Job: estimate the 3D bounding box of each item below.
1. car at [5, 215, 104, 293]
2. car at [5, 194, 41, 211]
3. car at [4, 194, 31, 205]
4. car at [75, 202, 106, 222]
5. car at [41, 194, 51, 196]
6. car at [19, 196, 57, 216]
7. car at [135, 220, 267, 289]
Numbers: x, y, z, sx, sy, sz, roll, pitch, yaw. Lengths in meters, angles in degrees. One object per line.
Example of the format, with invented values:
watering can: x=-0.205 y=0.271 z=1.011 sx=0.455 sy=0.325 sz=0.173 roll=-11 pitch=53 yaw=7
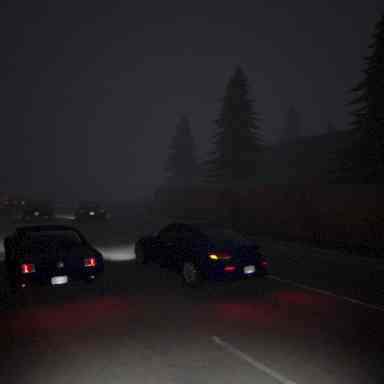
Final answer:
car: x=-3.899 y=1.541 z=8.871 sx=1.895 sy=1.301 sz=4.718 roll=0 pitch=0 yaw=-31
car: x=-18.268 y=1.093 z=35.724 sx=2.097 sy=1.767 sz=4.553 roll=0 pitch=0 yaw=-10
car: x=-27.367 y=1.120 z=52.296 sx=1.837 sy=1.490 sz=4.892 roll=0 pitch=0 yaw=-2
car: x=-7.573 y=1.426 z=24.677 sx=1.994 sy=1.385 sz=4.181 roll=0 pitch=0 yaw=-21
car: x=-20.068 y=1.049 z=45.447 sx=2.097 sy=1.767 sz=4.553 roll=0 pitch=0 yaw=-4
car: x=-11.422 y=1.307 z=24.998 sx=1.882 sy=1.535 sz=5.008 roll=0 pitch=0 yaw=-20
car: x=0.025 y=1.497 z=9.187 sx=1.812 sy=1.442 sz=4.674 roll=0 pitch=0 yaw=-32
